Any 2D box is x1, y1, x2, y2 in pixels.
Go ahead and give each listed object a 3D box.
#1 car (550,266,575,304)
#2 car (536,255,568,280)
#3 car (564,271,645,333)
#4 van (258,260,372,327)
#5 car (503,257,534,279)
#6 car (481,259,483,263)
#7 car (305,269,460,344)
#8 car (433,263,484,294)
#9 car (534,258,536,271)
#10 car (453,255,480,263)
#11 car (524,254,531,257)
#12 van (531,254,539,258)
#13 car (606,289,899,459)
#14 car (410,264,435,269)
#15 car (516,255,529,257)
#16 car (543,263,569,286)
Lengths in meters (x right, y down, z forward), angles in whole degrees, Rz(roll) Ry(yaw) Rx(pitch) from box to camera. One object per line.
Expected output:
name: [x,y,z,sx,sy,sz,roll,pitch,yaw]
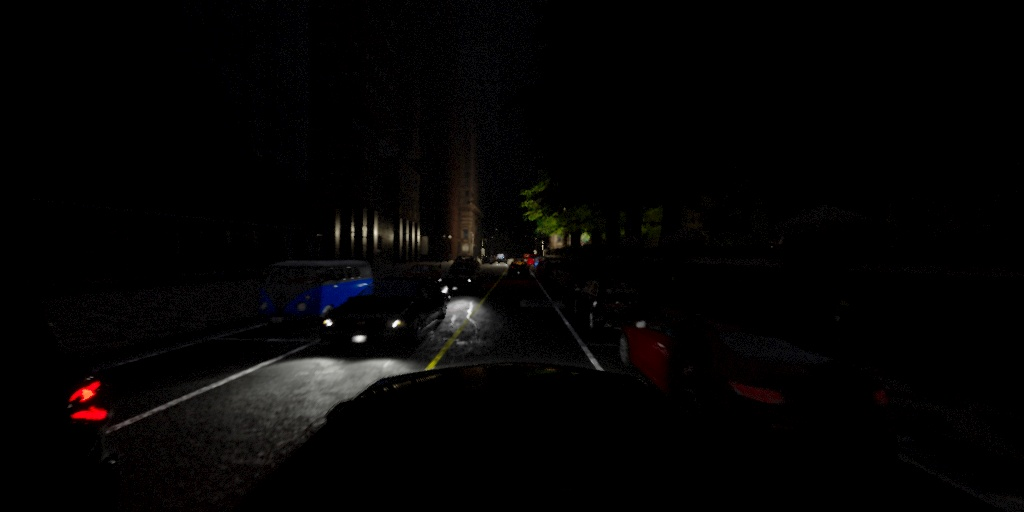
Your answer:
car: [2.997,1.314,16.121,1.948,1.339,4.313,0,0,1]
car: [3.208,1.016,27.171,2.192,1.841,5.009,0,0,1]
car: [2.894,1.315,10.596,2.007,1.370,4.403,0,0,1]
van: [-5.629,1.010,10.746,1.690,1.789,3.998,0,0,1]
car: [0.599,1.140,31.640,2.128,1.511,4.902,1,0,1]
car: [-5.002,0.940,43.894,1.967,1.591,4.097,0,0,1]
car: [-2.976,1.249,9.764,2.033,1.411,5.357,1,0,1]
car: [-2.779,1.271,19.908,1.895,1.301,4.718,1,0,1]
car: [3.417,1.181,38.221,1.888,1.381,4.507,0,0,1]
car: [-5.107,0.856,38.371,2.192,1.841,5.009,0,0,1]
car: [3.398,0.722,56.091,2.150,2.045,5.566,1,0,1]
van: [3.521,0.936,43.744,1.690,1.789,3.998,0,0,1]
car: [2.790,1.358,5.071,1.802,1.307,4.207,0,0,1]
car: [-5.420,1.177,21.796,1.888,1.381,4.507,0,0,1]
car: [0.948,1.001,49.126,1.882,1.535,5.008,1,1,2]
car: [3.103,1.309,21.646,1.802,1.307,4.207,0,0,1]
